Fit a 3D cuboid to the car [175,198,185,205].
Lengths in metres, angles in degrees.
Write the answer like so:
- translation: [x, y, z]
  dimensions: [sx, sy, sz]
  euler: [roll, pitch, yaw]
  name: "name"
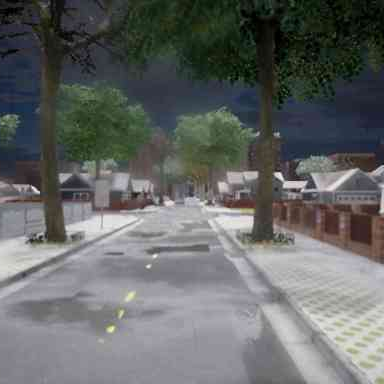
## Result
- translation: [-2.750, 2.107, 75.896]
  dimensions: [2.097, 1.767, 4.553]
  euler: [0, -1, 0]
  name: "car"
